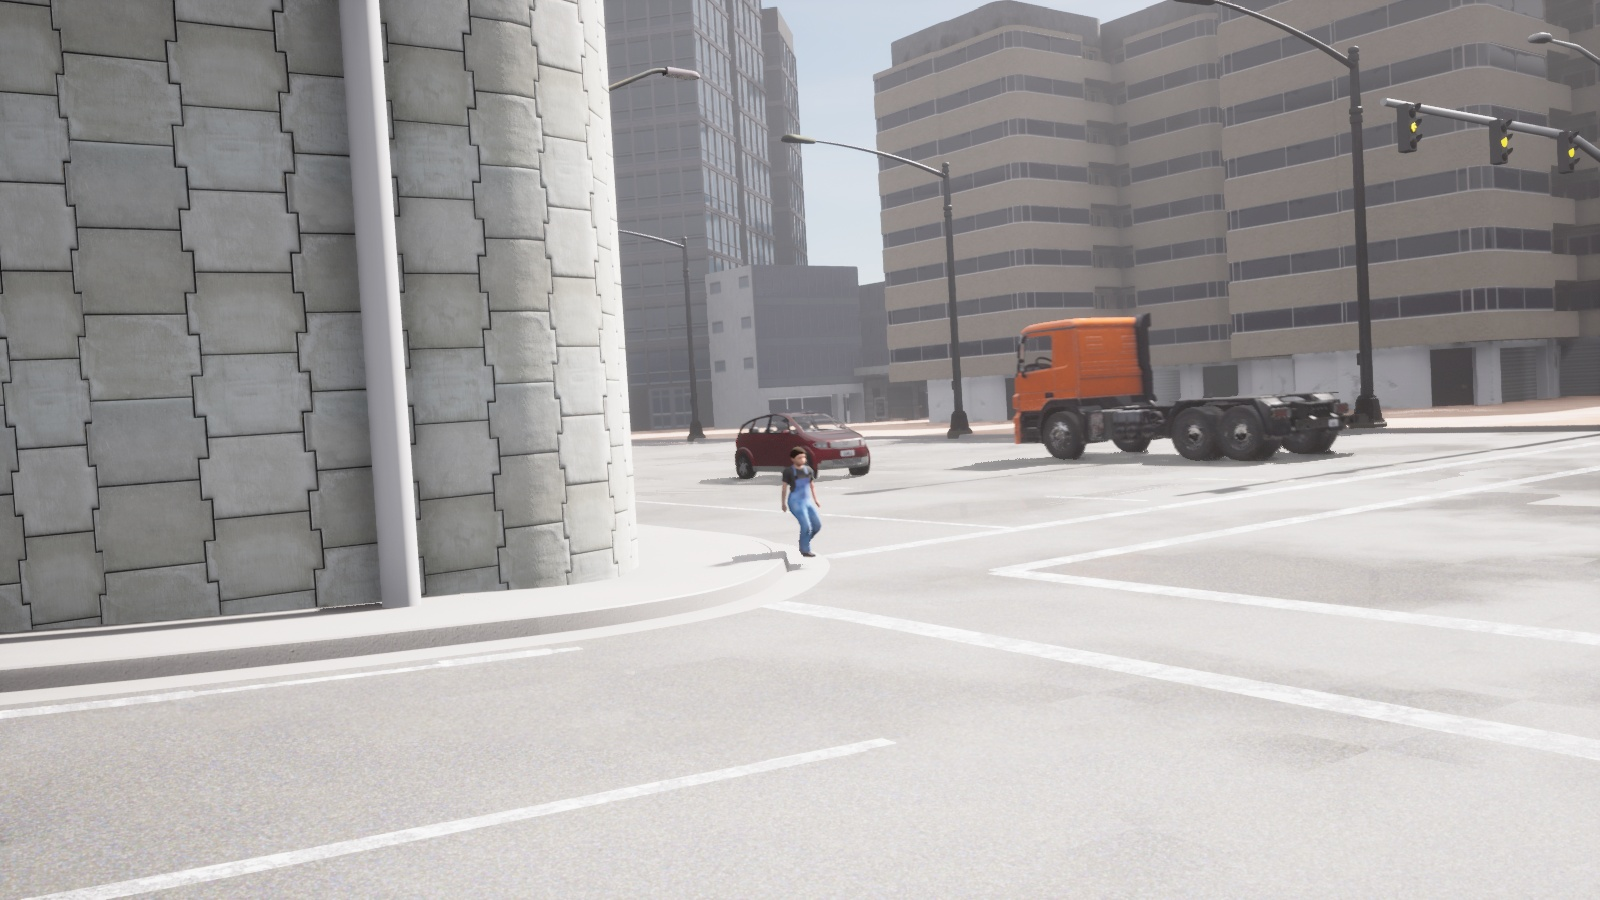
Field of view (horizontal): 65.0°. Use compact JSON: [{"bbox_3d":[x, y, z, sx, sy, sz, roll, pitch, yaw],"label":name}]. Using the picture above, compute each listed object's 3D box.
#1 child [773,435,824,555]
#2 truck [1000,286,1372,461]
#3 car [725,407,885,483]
[{"bbox_3d":[-0.016,0.483,13.621,0.270,1.263,0.437,-5,3,-34],"label":"child"},{"bbox_3d":[8.538,-1.610,28.926,2.891,3.462,7.936,-5,3,-35],"label":"truck"},{"bbox_3d":[0.053,-0.119,29.052,1.789,1.549,3.705,-5,3,-35],"label":"car"}]
